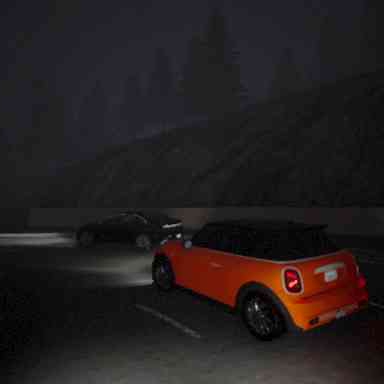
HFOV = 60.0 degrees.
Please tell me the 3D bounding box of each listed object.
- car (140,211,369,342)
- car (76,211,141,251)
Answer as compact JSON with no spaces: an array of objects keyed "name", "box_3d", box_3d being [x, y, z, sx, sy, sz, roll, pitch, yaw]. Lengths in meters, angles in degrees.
[{"name":"car","box_3d":[0.947,1.316,6.820,2.097,1.767,4.553,-2,0,-33]},{"name":"car","box_3d":[-2.671,1.549,13.960,4.902,1.511,2.128,-2,0,27]}]
